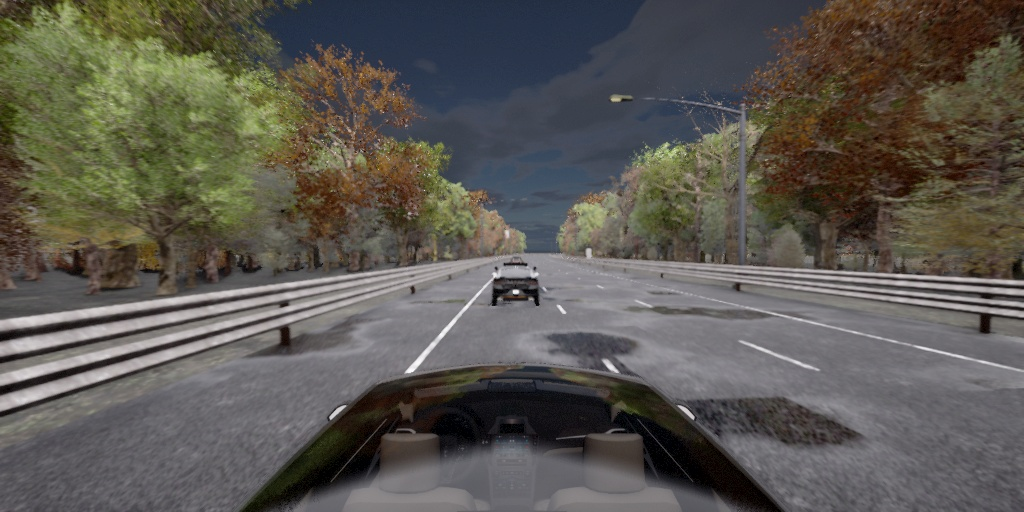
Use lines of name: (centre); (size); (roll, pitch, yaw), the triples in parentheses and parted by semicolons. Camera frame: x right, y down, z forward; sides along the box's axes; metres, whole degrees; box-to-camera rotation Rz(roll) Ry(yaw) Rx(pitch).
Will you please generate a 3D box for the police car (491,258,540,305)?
police car: (0.154, 1.087, 15.648); (1.930, 1.638, 5.238); (0, 0, 0)
